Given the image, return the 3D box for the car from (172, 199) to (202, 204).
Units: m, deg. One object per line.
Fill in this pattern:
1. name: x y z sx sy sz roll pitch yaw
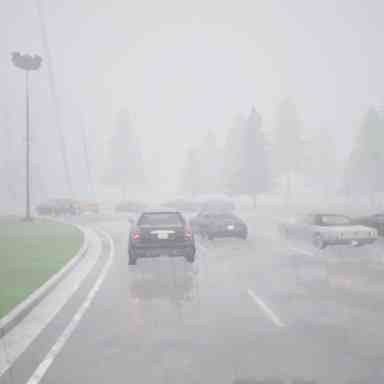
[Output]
1. car: -1.637 1.478 35.213 2.128 1.511 4.902 0 0 -42

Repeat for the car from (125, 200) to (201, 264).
1. car: -1.242 1.350 12.130 2.097 1.767 4.553 0 0 -10

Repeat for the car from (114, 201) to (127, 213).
1. car: -6.473 1.571 35.163 4.181 1.385 1.994 0 0 44

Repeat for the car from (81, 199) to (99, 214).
1. car: -11.918 1.507 35.284 5.008 1.535 1.882 0 -1 37

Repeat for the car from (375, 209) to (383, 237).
1. car: 9.049 1.445 14.577 2.128 1.511 4.902 0 0 -9

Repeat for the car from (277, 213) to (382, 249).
1. car: 5.502 1.569 14.378 1.895 1.301 4.718 0 0 -12

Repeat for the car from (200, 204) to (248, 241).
1. car: 1.150 1.549 16.750 1.994 1.385 4.181 0 0 -16

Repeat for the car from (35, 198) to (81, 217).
1. car: -13.035 1.389 31.691 4.553 1.767 2.097 0 0 40

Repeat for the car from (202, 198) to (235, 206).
1. car: 2.495 1.446 36.243 1.882 1.535 5.008 0 0 -40
